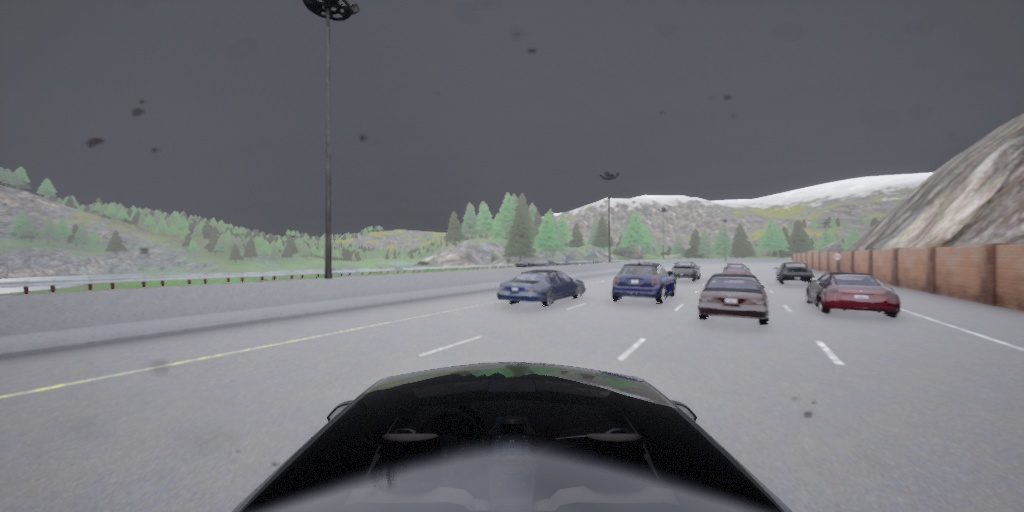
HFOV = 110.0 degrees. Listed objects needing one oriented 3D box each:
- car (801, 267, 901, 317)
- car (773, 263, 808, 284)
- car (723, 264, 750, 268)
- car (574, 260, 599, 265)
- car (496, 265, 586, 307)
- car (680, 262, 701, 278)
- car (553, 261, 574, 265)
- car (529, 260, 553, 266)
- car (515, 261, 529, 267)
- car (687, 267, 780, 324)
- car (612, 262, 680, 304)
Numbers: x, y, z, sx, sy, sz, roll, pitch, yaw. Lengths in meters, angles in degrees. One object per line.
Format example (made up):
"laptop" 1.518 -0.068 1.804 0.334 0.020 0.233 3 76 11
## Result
"car" 12.353 1.286 13.261 1.994 1.385 4.181 0 0 32
"car" 20.331 1.214 25.953 1.837 1.490 4.892 0 0 32
"car" 17.591 1.280 28.165 1.994 1.385 4.181 0 0 32
"car" 11.212 1.295 51.201 2.033 1.411 5.357 0 0 32
"car" 1.461 1.302 15.712 2.033 1.411 5.357 0 0 33
"car" 14.353 1.218 29.598 2.128 1.511 4.902 0 0 32
"car" 8.267 1.358 53.081 1.895 1.301 4.718 0 0 32
"car" 5.214 1.314 54.798 2.033 1.411 5.357 0 0 32
"car" 2.334 1.377 56.780 1.895 1.301 4.718 0 0 33
"car" 7.405 1.283 12.013 2.033 1.411 5.357 0 0 33
"car" 6.259 1.093 16.727 2.097 1.767 4.553 0 0 33
